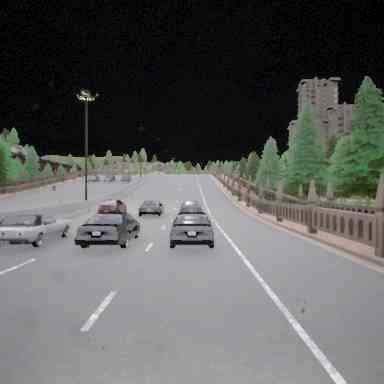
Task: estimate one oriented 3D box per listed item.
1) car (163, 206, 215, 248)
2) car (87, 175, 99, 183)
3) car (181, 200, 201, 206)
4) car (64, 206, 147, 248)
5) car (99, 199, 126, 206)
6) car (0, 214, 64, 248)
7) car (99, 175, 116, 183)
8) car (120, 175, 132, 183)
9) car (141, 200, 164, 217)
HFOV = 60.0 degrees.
[{"bbox_3d":[0.000,1.560,14.656,2.033,1.411,5.357,0,0,0],"label":"car"},{"bbox_3d":[-21.310,-2.822,71.894,1.812,1.442,4.674,0,7,0],"label":"car"},{"bbox_3d":[-0.076,1.368,29.694,1.994,1.385,4.181,0,2,0],"label":"car"},{"bbox_3d":[-3.500,1.560,14.655,2.033,1.411,5.357,0,0,0],"label":"car"},{"bbox_3d":[-7.076,1.328,29.653,1.812,1.442,4.674,0,2,0],"label":"car"},{"bbox_3d":[-7.000,1.613,14.683,1.895,1.301,4.718,0,0,0],"label":"car"},{"bbox_3d":[-17.810,-2.821,71.913,2.128,1.511,4.902,0,7,0],"label":"car"},{"bbox_3d":[-14.310,-2.846,71.930,1.837,1.490,4.892,0,7,0],"label":"car"},{"bbox_3d":[-3.576,1.368,29.674,1.994,1.385,4.181,0,2,0],"label":"car"}]
